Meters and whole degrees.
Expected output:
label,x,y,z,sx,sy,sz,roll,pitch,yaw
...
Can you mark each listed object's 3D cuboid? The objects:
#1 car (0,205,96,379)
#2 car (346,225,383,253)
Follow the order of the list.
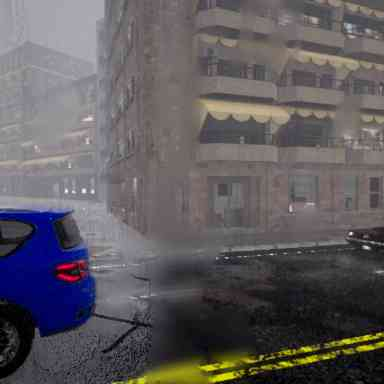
label,x,y,z,sx,sy,sz,roll,pitch,yaw
car,-4.163,1.222,4.407,5.566,2.045,2.150,0,0,-19
car,8.079,1.600,12.229,4.718,1.301,1.895,0,0,-20
